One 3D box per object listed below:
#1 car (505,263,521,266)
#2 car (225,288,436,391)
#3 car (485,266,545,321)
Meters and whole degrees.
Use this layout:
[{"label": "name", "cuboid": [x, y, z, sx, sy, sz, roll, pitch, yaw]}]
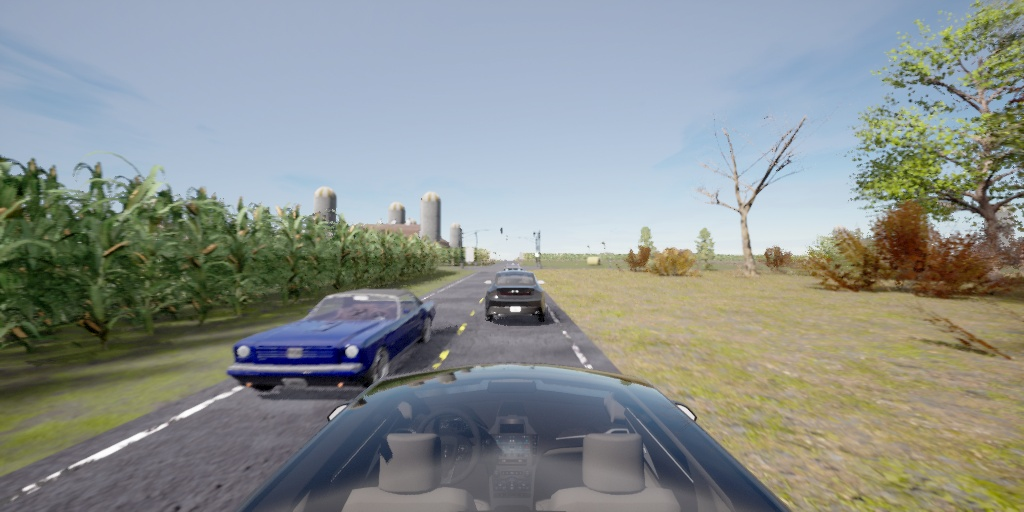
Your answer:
[{"label": "car", "cuboid": [0.094, 1.384, 35.492, 1.895, 1.301, 4.718, 0, 0, 0]}, {"label": "car", "cuboid": [-2.852, 1.354, 6.910, 1.895, 1.301, 4.718, 0, 0, 0]}, {"label": "car", "cuboid": [0.099, 1.262, 12.562, 1.837, 1.490, 4.892, 0, 0, 0]}]
